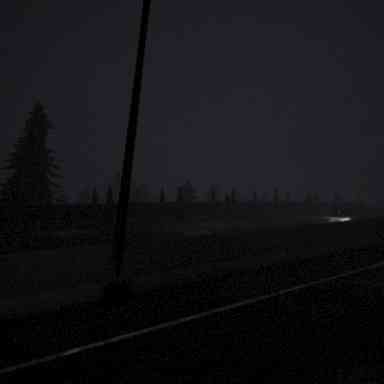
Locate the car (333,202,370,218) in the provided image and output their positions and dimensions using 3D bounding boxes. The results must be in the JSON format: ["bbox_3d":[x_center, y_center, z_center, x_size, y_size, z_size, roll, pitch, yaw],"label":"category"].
[{"bbox_3d":[16.324,1.798,33.934,4.892,1.490,1.837,2,-2,-37],"label":"car"}]
